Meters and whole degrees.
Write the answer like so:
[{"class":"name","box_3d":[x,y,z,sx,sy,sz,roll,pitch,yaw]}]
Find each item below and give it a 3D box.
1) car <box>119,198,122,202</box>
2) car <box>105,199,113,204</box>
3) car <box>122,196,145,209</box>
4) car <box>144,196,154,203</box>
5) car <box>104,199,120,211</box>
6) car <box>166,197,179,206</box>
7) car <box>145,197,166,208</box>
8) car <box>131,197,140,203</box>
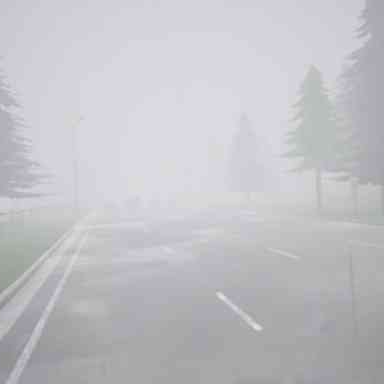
[{"class":"car","box_3d":[-19.172,2.324,90.987,1.837,1.490,4.892,-3,0,-14]},{"class":"car","box_3d":[-22.782,2.588,91.002,1.895,1.301,4.718,-3,0,-14]},{"class":"car","box_3d":[-9.279,1.614,52.452,2.150,2.045,5.566,-3,0,-14]},{"class":"car","box_3d":[-11.827,2.006,90.505,2.128,1.511,4.902,-3,0,-14]},{"class":"car","box_3d":[-12.756,2.119,52.029,1.994,1.385,4.181,-3,0,-14]},{"class":"car","box_3d":[-3.551,1.645,58.310,1.812,1.442,4.674,-3,0,-14]},{"class":"car","box_3d":[-5.941,1.741,53.570,1.837,1.490,4.892,-3,0,-14]},{"class":"car","box_3d":[-15.450,2.128,90.548,1.882,1.535,5.008,-3,0,-14]}]
